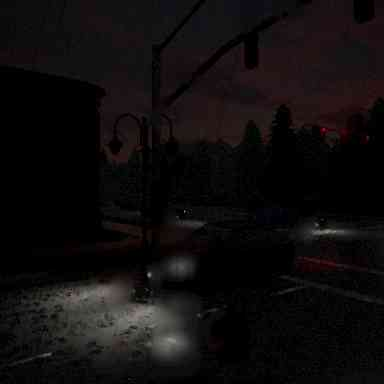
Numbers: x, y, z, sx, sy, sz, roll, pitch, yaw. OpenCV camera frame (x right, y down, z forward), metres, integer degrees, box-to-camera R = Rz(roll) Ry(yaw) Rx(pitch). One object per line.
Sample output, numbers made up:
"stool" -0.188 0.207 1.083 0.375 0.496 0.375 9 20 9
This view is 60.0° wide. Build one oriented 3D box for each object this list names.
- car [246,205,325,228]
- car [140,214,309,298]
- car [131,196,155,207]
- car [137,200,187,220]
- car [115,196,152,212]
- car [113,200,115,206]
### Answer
"car" 5.790 1.547 21.605 2.033 1.411 5.357 0 0 -35
"car" 0.896 1.526 8.717 4.674 1.442 1.812 0 1 -39
"car" -7.940 1.505 53.780 1.837 1.490 4.892 0 0 -35
"car" -2.380 1.601 27.184 1.895 1.301 4.718 0 0 -35
"car" -6.962 1.548 39.949 2.033 1.411 5.357 0 0 -34
"car" -10.506 1.352 51.337 2.097 1.767 4.553 0 0 -35
